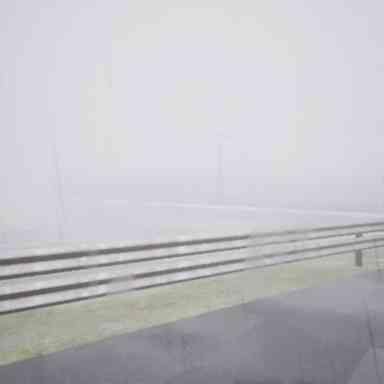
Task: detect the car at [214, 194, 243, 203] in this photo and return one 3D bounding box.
[{"bbox_3d":[5.710,1.103,52.242,4.553,1.767,2.097,2,-2,32],"label":"car"}]
